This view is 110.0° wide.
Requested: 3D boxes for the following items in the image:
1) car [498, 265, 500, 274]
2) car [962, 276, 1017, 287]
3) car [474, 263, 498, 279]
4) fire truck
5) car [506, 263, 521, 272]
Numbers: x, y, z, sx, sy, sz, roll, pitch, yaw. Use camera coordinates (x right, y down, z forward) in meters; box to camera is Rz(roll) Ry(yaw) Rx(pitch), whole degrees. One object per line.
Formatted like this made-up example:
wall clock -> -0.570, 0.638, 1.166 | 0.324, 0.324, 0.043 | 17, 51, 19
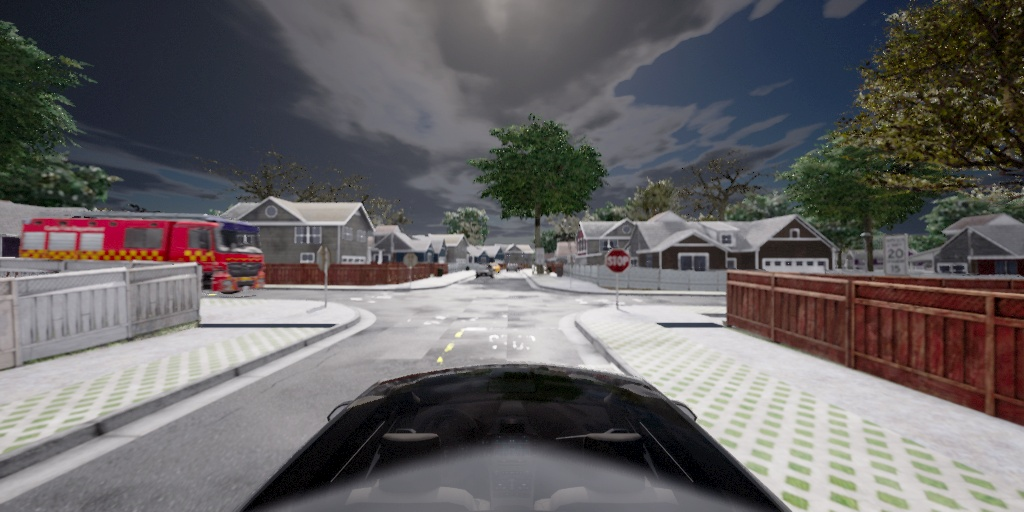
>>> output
car -> -2.834, 1.870, 54.501 | 1.882, 1.535, 5.008 | 0, -1, 1
car -> 25.710, 1.847, 19.593 | 4.902, 1.511, 2.128 | 1, -1, 0
car -> -2.858, 1.641, 38.413 | 1.837, 1.490, 4.892 | 0, -1, 0
fire truck -> -16.342, -0.059, 16.329 | 8.468, 3.827, 2.891 | 1, -1, -1
car -> -0.018, 1.997, 61.700 | 2.128, 1.511, 4.902 | 0, -1, 1
